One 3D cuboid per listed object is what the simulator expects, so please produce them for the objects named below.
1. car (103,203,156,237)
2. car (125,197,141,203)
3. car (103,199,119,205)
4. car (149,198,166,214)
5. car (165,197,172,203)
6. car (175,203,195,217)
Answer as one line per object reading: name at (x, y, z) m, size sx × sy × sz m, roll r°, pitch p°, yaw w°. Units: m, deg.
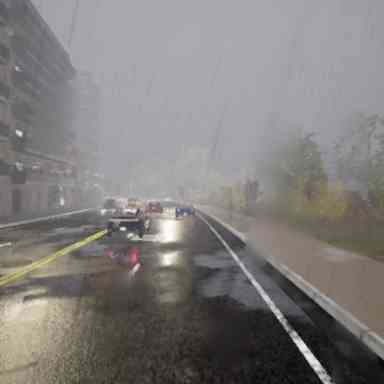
car at (-3.406, 1.586, 18.534) m, size 2.128 × 1.511 × 4.902 m, roll 0°, pitch 0°, yaw -2°
car at (-8.489, 1.584, 48.117) m, size 2.097 × 1.767 × 4.553 m, roll 0°, pitch 0°, yaw -4°
car at (-11.780, 1.748, 48.534) m, size 1.837 × 1.490 × 4.892 m, roll 0°, pitch 0°, yaw -4°
car at (-4.346, 1.744, 38.654) m, size 1.994 × 1.385 × 4.181 m, roll 0°, pitch 0°, yaw -4°
car at (-5.940, 1.859, 81.935) m, size 1.812 × 1.442 × 4.674 m, roll 0°, pitch 0°, yaw -9°
car at (-0.751, 1.748, 33.299) m, size 1.895 × 1.301 × 4.718 m, roll 0°, pitch 0°, yaw -3°
